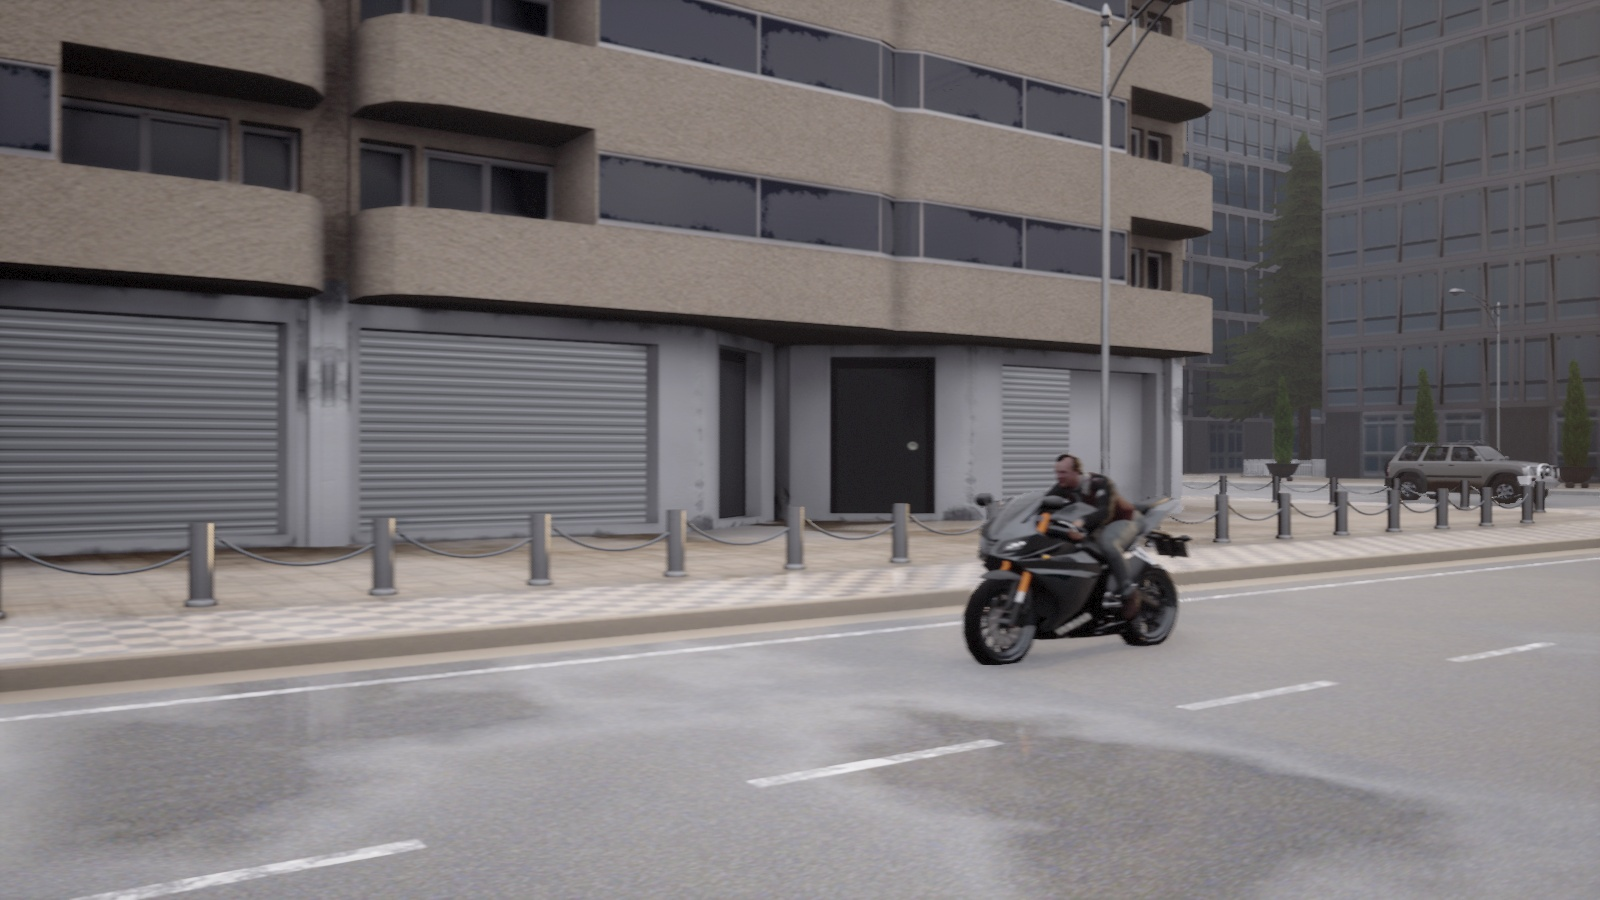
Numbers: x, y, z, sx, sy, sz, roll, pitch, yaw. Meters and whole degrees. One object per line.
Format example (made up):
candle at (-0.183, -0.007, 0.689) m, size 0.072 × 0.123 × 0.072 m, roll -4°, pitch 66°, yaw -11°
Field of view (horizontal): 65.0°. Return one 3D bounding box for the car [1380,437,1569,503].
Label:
car at (20.070, 0.555, 37.544) m, size 1.932 × 1.855 × 4.605 m, roll 0°, pitch 0°, yaw -35°

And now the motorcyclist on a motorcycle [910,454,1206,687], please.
motorcyclist on a motorcycle at (1.934, 0.798, 9.269) m, size 2.191 × 1.530 × 0.866 m, roll 0°, pitch 0°, yaw -35°
